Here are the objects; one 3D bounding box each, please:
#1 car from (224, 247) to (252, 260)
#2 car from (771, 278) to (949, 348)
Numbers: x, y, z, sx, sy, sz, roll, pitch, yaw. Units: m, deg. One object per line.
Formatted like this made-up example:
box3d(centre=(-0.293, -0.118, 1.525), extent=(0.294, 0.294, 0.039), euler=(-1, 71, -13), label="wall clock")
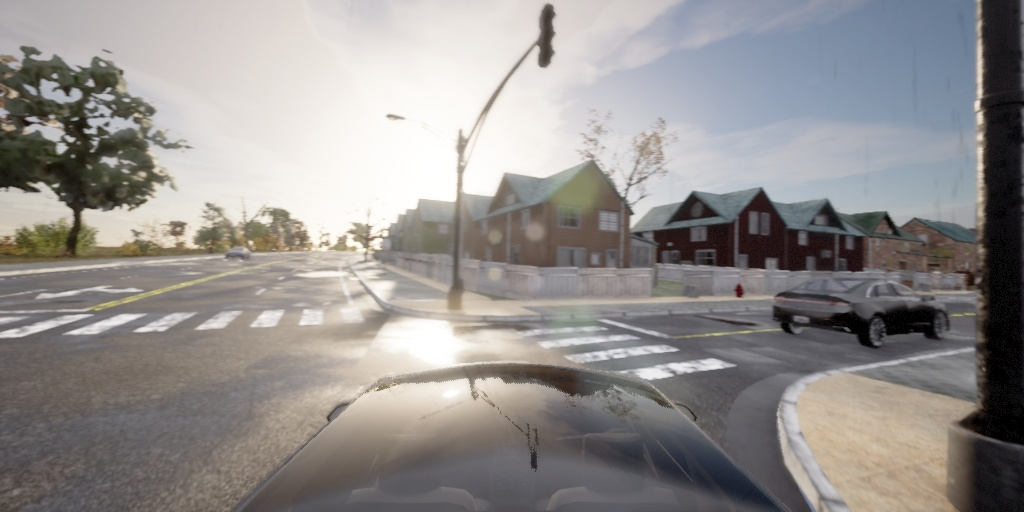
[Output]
box3d(centre=(-33.305, -0.351, 43.745), extent=(1.812, 1.442, 4.674), euler=(2, 0, -25), label="car")
box3d(centre=(8.909, 1.308, 9.155), extent=(4.902, 1.511, 2.128), euler=(2, -1, -22), label="car")
